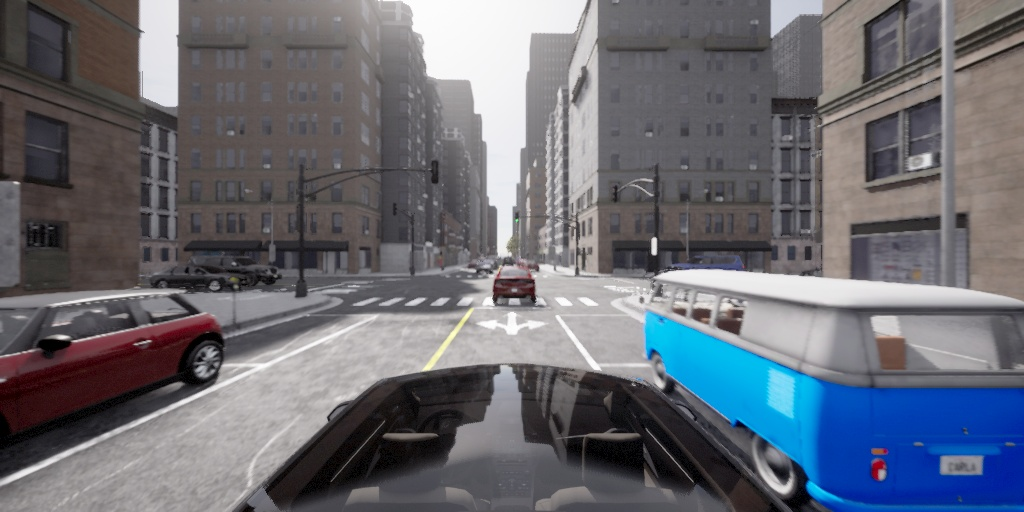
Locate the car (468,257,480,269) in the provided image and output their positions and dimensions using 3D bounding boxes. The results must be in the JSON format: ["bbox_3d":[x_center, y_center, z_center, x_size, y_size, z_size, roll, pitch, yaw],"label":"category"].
[{"bbox_3d":[-6.201,1.246,59.146,1.967,1.591,4.097,0,0,-1],"label":"car"}]

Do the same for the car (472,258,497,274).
[{"bbox_3d":[-3.240,1.331,42.648,2.033,1.411,5.357,0,0,-1],"label":"car"}]

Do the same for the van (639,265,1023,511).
[{"bbox_3d":[2.858,1.092,4.129,1.690,1.789,3.998,0,0,0],"label":"van"}]

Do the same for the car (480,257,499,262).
[{"bbox_3d":[-3.395,1.289,52.867,2.128,1.511,4.902,0,0,-1],"label":"car"}]

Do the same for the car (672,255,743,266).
[{"bbox_3d":[14.829,0.969,27.663,5.566,2.045,2.150,0,0,2],"label":"car"}]

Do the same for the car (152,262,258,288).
[{"bbox_3d":[-17.987,1.274,20.801,4.892,1.490,1.837,0,0,0],"label":"car"}]

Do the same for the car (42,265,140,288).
[{"bbox_3d":[-28.038,1.352,23.998,4.181,1.385,1.994,0,0,0],"label":"car"}]

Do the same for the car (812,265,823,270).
[{"bbox_3d":[24.749,1.309,27.742,4.181,1.385,1.994,0,0,-1],"label":"car"}]

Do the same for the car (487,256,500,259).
[{"bbox_3d":[-3.628,1.034,63.451,2.150,2.045,5.566,0,0,-1],"label":"car"}]

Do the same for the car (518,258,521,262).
[{"bbox_3d":[2.322,1.388,59.325,1.802,1.307,4.207,0,0,-1],"label":"car"}]

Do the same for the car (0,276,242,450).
[{"bbox_3d":[-5.668,1.191,4.123,1.967,1.591,4.097,0,0,0],"label":"car"}]

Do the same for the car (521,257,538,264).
[{"bbox_3d":[2.571,1.230,48.018,1.967,1.591,4.097,0,0,-1],"label":"car"}]

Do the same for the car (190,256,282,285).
[{"bbox_3d":[-18.621,0.997,24.046,5.566,2.045,2.150,0,0,0],"label":"car"}]

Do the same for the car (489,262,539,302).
[{"bbox_3d":[0.106,1.225,16.998,1.882,1.535,5.008,0,0,0],"label":"car"}]
